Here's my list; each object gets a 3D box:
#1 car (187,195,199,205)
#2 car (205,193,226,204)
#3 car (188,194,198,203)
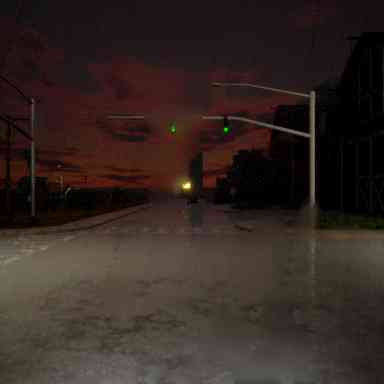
[{"bbox_3d":[0.194,1.502,57.562,2.033,1.411,5.357,0,-1,1],"label":"car"},{"bbox_3d":[4.321,1.151,59.864,1.905,1.878,3.866,-8,3,-42],"label":"car"},{"bbox_3d":[0.179,1.359,67.302,2.097,1.767,4.553,0,0,0],"label":"car"}]
